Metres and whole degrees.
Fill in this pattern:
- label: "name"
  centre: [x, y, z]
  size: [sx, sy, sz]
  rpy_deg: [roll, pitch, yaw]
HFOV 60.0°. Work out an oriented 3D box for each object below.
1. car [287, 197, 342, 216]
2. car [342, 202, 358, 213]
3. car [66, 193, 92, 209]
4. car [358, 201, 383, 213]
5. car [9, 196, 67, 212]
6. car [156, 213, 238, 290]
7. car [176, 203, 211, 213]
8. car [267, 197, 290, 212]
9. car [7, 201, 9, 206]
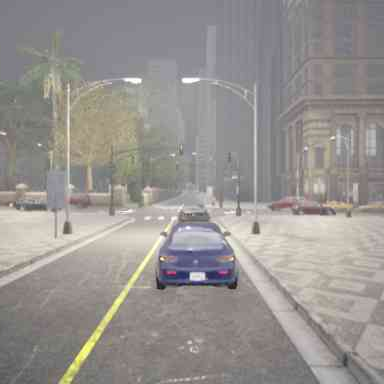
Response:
- label: "car"
  centre: [11.880, 1.566, 32.487]
  size: [4.097, 1.590, 1.967]
  rpy_deg: [1, -1, 0]
- label: "car"
  centre: [17.270, 1.756, 40.993]
  size: [4.829, 1.417, 1.752]
  rpy_deg: [1, -1, 0]
- label: "car"
  centre: [-14.935, 1.088, 41.108]
  size: [5.009, 1.841, 2.192]
  rpy_deg: [1, -1, 0]
- label: "car"
  centre: [22.810, 1.830, 40.973]
  size: [4.829, 1.417, 1.752]
  rpy_deg: [1, -1, 0]
- label: "car"
  centre: [-14.957, 1.292, 32.579]
  size: [4.403, 1.369, 2.008]
  rpy_deg: [1, -1, 0]
- label: "car"
  centre: [0.104, 1.508, 8.867]
  size: [1.812, 1.442, 4.674]
  rpy_deg: [0, 0, 0]
- label: "car"
  centre: [0.112, 1.470, 20.372]
  size: [1.837, 1.490, 4.892]
  rpy_deg: [0, 0, 0]
- label: "car"
  centre: [11.902, 1.473, 41.015]
  size: [5.009, 1.841, 2.192]
  rpy_deg: [1, -1, 0]
- label: "car"
  centre: [-20.463, 1.236, 41.123]
  size: [4.507, 1.381, 1.887]
  rpy_deg: [1, -1, 0]
